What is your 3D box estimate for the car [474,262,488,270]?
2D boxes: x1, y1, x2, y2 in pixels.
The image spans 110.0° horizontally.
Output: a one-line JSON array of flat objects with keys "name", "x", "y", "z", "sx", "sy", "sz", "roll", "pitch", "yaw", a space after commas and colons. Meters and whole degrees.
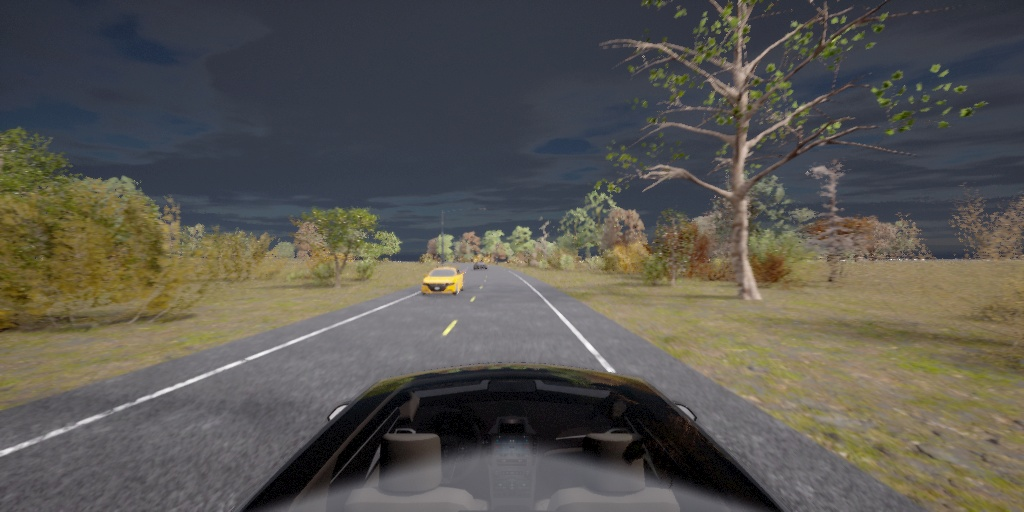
[{"name": "car", "x": -5.654, "y": 1.815, "z": 64.475, "sx": 2.033, "sy": 1.411, "sz": 5.357, "roll": 0, "pitch": -1, "yaw": -16}]

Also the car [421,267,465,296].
[{"name": "car", "x": -3.863, "y": 1.383, "z": 20.670, "sx": 1.882, "sy": 1.535, "sz": 5.008, "roll": 0, "pitch": 0, "yaw": -2}]
